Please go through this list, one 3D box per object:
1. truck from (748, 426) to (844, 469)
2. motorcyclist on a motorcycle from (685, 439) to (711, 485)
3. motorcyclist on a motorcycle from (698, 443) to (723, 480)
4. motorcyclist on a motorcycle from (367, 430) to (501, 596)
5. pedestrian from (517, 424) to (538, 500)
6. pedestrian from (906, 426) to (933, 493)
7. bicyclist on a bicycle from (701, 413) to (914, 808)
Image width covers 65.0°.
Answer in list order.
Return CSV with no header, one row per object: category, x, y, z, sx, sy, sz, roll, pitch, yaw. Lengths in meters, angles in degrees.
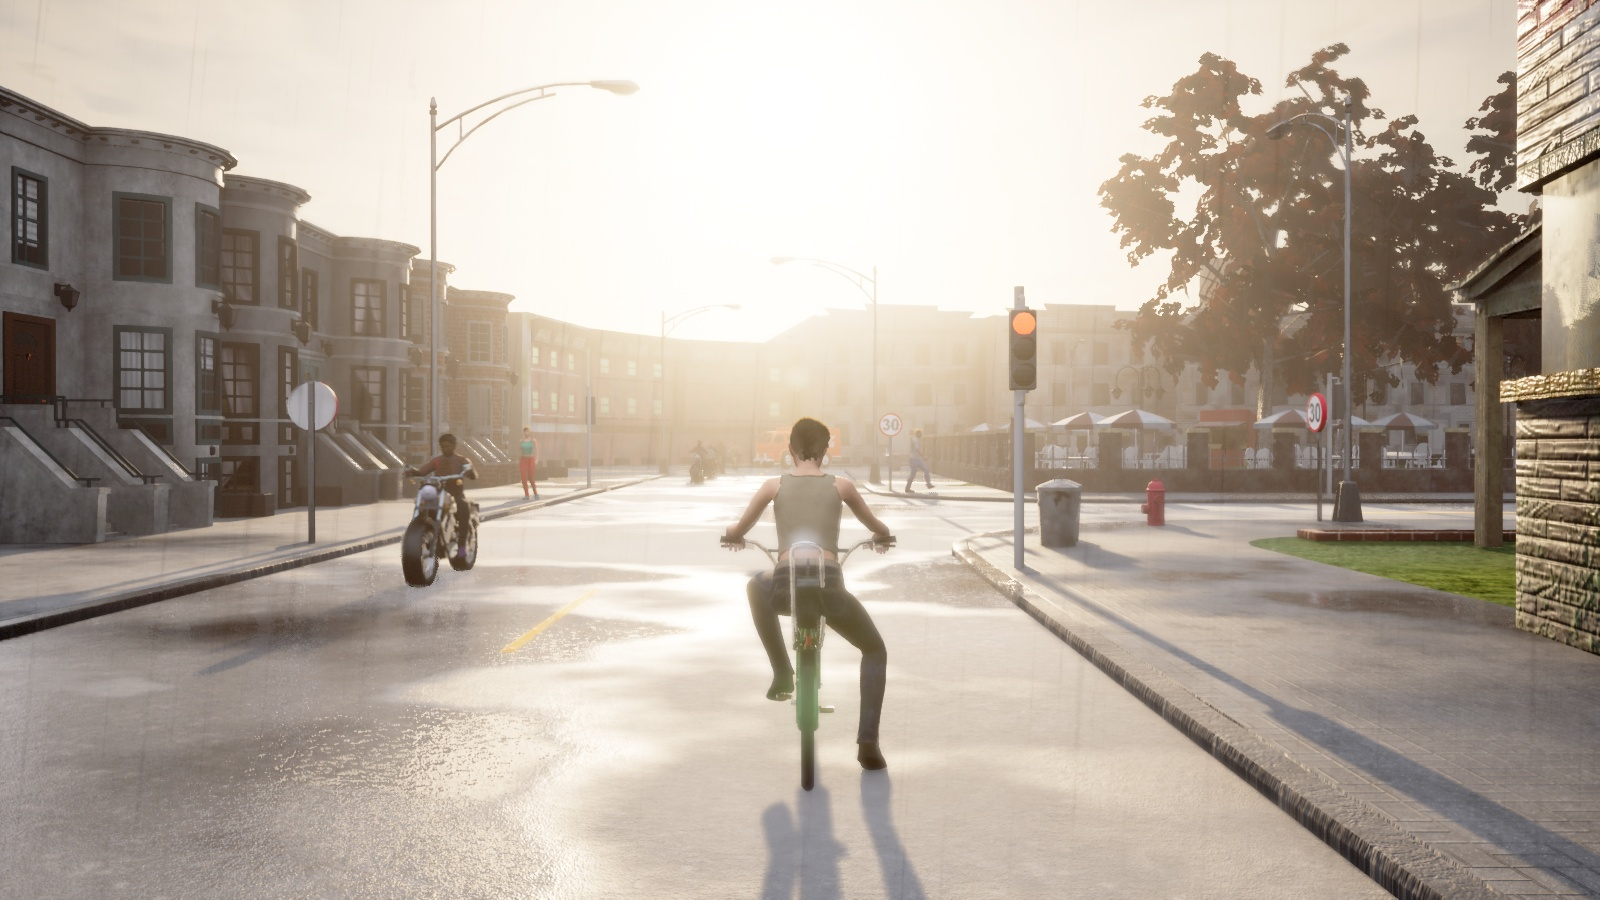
truck,-0.229,-0.152,75.083,5.204,2.467,2.627,1,0,-39
motorcyclist on a motorcycle,-3.778,0.429,46.842,0.766,1.649,2.350,0,0,0
motorcyclist on a motorcycle,-3.757,0.480,52.891,0.866,1.530,2.191,0,0,0
motorcyclist on a motorcycle,-3.930,0.616,13.703,0.766,1.649,2.350,0,1,0
pedestrian,-6.638,0.278,30.578,0.345,1.836,0.594,0,0,6
pedestrian,3.321,0.261,34.901,0.706,1.836,0.354,0,0,15
bicyclist on a bicycle,0.037,0.650,5.875,0.866,1.612,1.509,0,0,0
